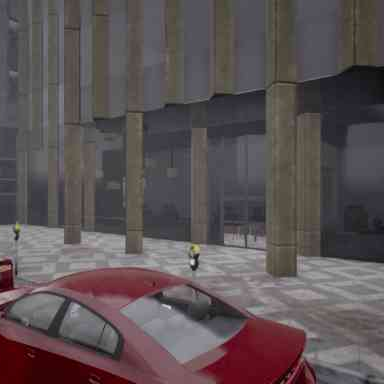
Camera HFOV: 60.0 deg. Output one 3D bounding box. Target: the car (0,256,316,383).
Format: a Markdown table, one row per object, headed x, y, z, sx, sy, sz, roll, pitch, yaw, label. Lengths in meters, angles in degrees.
| x | y | z | sx | sy | sz | roll | pitch | yaw | label |
| --- | --- | --- | --- | --- | --- | --- | --- | --- | --- |
| -1.023 | 1.545 | 3.694 | 4.507 | 1.381 | 1.887 | 0 | 0 | 36 | car |
